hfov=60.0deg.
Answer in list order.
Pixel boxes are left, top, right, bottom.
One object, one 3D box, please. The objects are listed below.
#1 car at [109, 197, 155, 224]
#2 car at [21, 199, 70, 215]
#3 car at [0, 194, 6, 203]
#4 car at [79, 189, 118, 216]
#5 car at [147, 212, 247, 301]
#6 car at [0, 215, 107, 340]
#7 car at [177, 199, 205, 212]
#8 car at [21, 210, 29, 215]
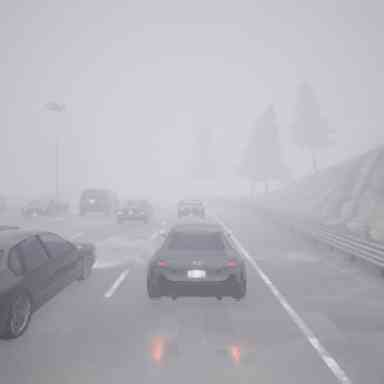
[{"bbox_3d":[-3.512,1.161,21.258,2.033,1.411,5.357,0,1,-1],"label":"car"},{"bbox_3d":[-10.623,1.154,24.534,1.895,1.301,4.718,0,1,-2],"label":"car"},{"bbox_3d":[-22.437,0.804,36.930,1.882,1.535,5.008,0,1,-8],"label":"car"},{"bbox_3d":[-7.193,0.748,26.111,2.150,2.045,5.566,0,1,-3],"label":"car"},{"bbox_3d":[0.104,1.417,8.057,1.994,1.385,4.181,0,1,1],"label":"car"},{"bbox_3d":[-3.410,1.431,6.266,2.033,1.411,5.357,0,1,1],"label":"car"},{"bbox_3d":[-0.124,1.157,24.497,1.895,1.301,4.718,0,1,-2],"label":"car"},{"bbox_3d":[-6.882,1.425,9.515,1.895,1.301,4.718,0,1,0],"label":"car"}]
